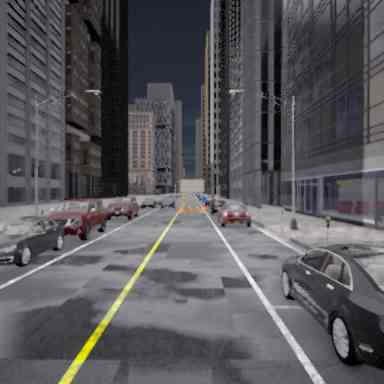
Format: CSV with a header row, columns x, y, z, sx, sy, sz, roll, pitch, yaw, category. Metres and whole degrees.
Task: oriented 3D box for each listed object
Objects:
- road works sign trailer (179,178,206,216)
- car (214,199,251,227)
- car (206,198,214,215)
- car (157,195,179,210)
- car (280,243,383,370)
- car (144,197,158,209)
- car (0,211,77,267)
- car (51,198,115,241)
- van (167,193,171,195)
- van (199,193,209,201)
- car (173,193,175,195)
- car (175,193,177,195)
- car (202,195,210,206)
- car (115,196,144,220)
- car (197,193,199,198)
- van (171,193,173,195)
x,y,z,sx,sy,sz,roll,pitch,yaw,category
0.004,0.449,31.217,2.380,3.560,2.880,0,0,0,road works sign trailer
2.762,1.428,22.551,1.967,1.590,4.097,0,0,0,car
2.764,1.549,33.832,1.947,1.339,4.313,0,0,0,car
-3.081,1.486,43.602,1.837,1.490,4.892,0,0,0,car
2.760,1.547,5.630,2.008,1.369,4.403,0,0,0,car
-5.759,1.545,45.110,1.947,1.339,4.313,0,0,0,car
-5.764,1.543,11.265,2.008,1.369,4.403,0,0,0,car
-5.764,1.305,16.906,2.192,1.841,5.009,0,0,0,car
-5.757,1.312,67.673,1.690,1.788,3.998,0,0,0,van
2.769,1.312,67.676,1.690,1.788,3.998,0,0,0,van
-5.755,1.406,78.954,1.967,1.590,4.097,0,0,0,car
-5.754,1.279,84.596,2.192,1.841,5.009,0,0,0,car
2.767,1.522,50.754,1.887,1.381,4.507,0,0,0,car
-5.763,1.301,28.188,2.192,1.841,5.009,0,0,0,car
2.772,1.546,84.599,1.802,1.307,4.206,0,0,0,car
-5.756,1.310,73.314,1.690,1.788,3.998,0,0,0,van
